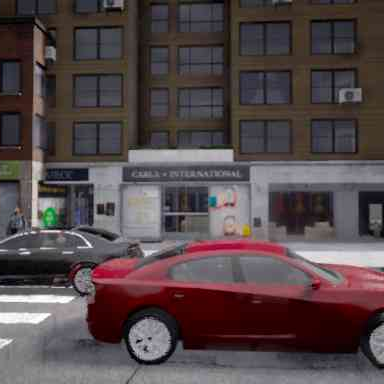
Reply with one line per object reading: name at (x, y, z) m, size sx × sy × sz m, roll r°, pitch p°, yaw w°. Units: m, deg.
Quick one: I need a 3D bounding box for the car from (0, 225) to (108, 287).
car at (-3.686, 1.619, 8.393) m, size 4.892 × 1.490 × 1.837 m, roll -1°, pitch -1°, yaw 3°

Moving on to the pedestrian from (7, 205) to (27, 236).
pedestrian at (-6.073, 1.354, 11.457) m, size 0.375 × 1.860 × 0.375 m, roll 0°, pitch -1°, yaw 3°

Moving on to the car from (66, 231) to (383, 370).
car at (0.936, 1.495, 5.162) m, size 5.008 × 1.535 × 1.882 m, roll 0°, pitch -1°, yaw 3°
